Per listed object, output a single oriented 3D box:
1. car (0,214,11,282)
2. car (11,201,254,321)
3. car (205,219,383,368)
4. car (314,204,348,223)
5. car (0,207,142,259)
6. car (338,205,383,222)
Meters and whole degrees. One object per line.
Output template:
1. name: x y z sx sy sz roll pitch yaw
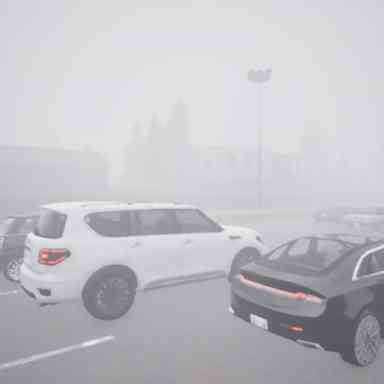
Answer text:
1. car: -3.462 1.348 9.875 4.553 1.767 2.097 0 0 -36
2. car: -0.749 1.216 7.512 5.566 2.045 2.150 0 0 -36
3. car: 2.853 1.484 5.780 4.902 1.511 2.128 0 0 -36
4. car: 10.836 1.535 24.377 4.181 1.385 1.994 0 0 -36
5. car: -4.696 1.472 13.295 5.008 1.535 1.882 0 0 -36
6. car: 11.309 1.574 20.416 4.718 1.301 1.895 0 0 -36
